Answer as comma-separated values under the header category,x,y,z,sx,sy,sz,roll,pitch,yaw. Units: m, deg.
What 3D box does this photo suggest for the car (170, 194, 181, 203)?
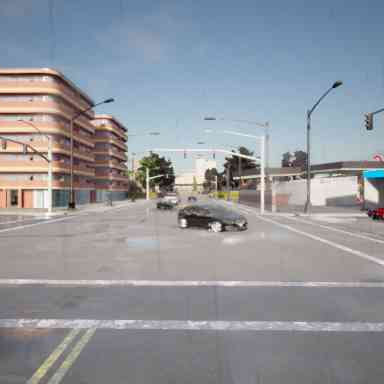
category,x,y,z,sx,sy,sz,roll,pitch,yaw
car,-3.478,1.355,69.897,2.097,1.767,4.553,0,0,0

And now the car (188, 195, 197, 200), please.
category,x,y,z,sx,sy,sz,roll,pitch,yaw
car,0.022,1.339,70.785,1.812,1.442,4.674,0,0,0

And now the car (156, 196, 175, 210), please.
category,x,y,z,sx,sy,sz,roll,pitch,yaw
car,-3.585,1.601,43.255,1.895,1.301,4.718,0,0,0

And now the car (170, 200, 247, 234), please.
category,x,y,z,sx,sy,sz,roll,pitch,yaw
car,1.033,1.481,19.325,1.837,1.490,4.892,-2,2,-39

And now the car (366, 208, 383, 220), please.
category,x,y,z,sx,sy,sz,roll,pitch,yaw
car,16.543,1.601,26.403,4.718,1.301,1.895,0,0,1

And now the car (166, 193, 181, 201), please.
category,x,y,z,sx,sy,sz,roll,pitch,yaw
car,-3.572,1.222,57.032,2.150,2.045,5.566,0,0,0
